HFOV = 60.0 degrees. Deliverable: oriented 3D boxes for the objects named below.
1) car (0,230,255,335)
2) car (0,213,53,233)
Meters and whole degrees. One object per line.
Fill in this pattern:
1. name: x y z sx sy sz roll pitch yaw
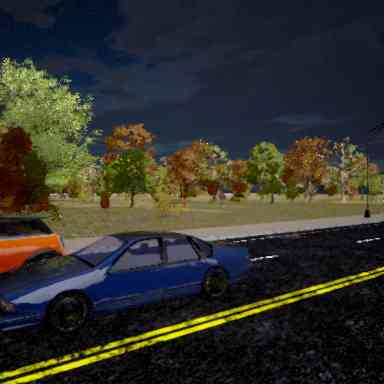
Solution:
1. car: -1.090 1.545 6.901 5.357 1.411 2.033 0 0 -36
2. car: -5.392 1.353 7.821 4.553 1.767 2.097 0 0 -35
